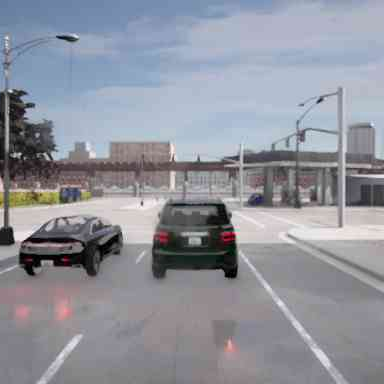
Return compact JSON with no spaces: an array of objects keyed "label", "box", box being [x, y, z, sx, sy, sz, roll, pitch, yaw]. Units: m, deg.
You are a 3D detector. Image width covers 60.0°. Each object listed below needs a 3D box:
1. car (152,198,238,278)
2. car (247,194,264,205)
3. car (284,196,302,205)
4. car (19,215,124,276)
[{"label":"car","box":[0.090,1.193,10.196,2.150,2.045,5.566,0,0,0]},{"label":"car","box":[9.745,1.143,50.361,2.242,1.667,4.611,0,0,0]},{"label":"car","box":[15.491,1.295,51.120,1.970,1.475,3.806,0,0,0]},{"label":"car","box":[-3.414,1.467,10.288,2.128,1.511,4.902,0,0,0]}]
